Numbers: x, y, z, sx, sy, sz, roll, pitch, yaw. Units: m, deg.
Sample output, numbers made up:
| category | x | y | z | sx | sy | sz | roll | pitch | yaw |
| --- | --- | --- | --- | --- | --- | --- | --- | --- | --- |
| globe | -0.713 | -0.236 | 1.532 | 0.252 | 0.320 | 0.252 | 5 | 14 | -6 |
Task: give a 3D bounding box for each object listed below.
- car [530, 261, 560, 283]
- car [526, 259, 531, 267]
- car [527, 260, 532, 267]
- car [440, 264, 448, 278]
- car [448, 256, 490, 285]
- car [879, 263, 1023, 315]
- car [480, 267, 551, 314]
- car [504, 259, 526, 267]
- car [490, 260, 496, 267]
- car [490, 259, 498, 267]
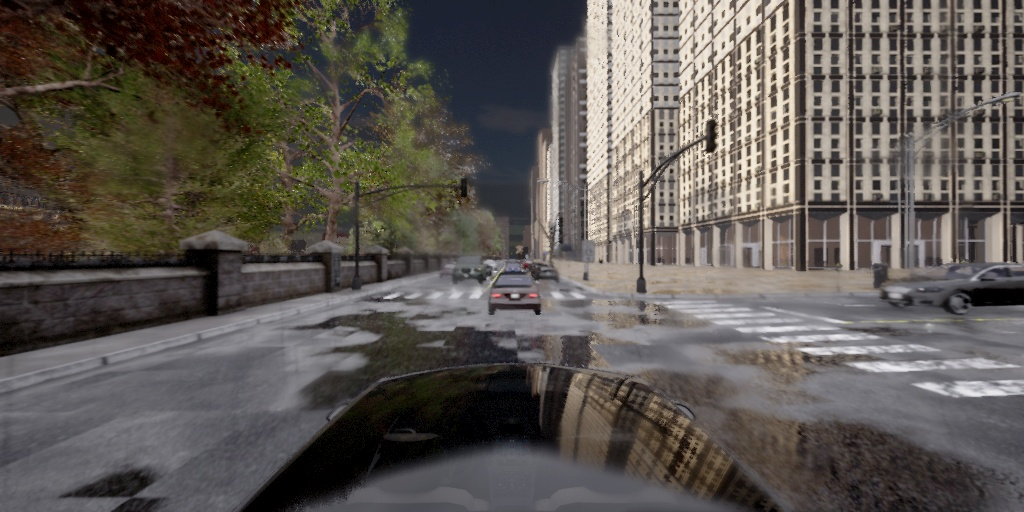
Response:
| category | x | y | z | sx | sy | sz | roll | pitch | yaw |
| --- | --- | --- | --- | --- | --- | --- | --- | --- | --- |
| car | 2.692 | 1.344 | 28.277 | 1.948 | 1.339 | 4.313 | 0 | 0 | 0 |
| car | 2.694 | 1.359 | 39.542 | 1.948 | 1.339 | 4.313 | 0 | 0 | 0 |
| car | 2.693 | 1.351 | 33.910 | 1.948 | 1.339 | 4.313 | 0 | 0 | 0 |
| car | -5.687 | 1.367 | 33.911 | 1.802 | 1.307 | 4.207 | 0 | 0 | 0 |
| car | -3.091 | 0.999 | 27.164 | 2.150 | 2.045 | 5.566 | 0 | 0 | 0 |
| car | 14.720 | 0.980 | 11.489 | 4.902 | 1.511 | 2.128 | -1 | 0 | 0 |
| car | 0.103 | 1.309 | 13.798 | 2.033 | 1.411 | 5.357 | 0 | 0 | 0 |
| car | 0.106 | 1.339 | 38.541 | 2.033 | 1.411 | 5.357 | 0 | 0 | 0 |
| car | -3.077 | 1.354 | 37.141 | 1.994 | 1.385 | 4.181 | 0 | 0 | 0 |
| car | -3.045 | 1.339 | 51.194 | 1.812 | 1.442 | 4.674 | 0 | 0 | 0 |
